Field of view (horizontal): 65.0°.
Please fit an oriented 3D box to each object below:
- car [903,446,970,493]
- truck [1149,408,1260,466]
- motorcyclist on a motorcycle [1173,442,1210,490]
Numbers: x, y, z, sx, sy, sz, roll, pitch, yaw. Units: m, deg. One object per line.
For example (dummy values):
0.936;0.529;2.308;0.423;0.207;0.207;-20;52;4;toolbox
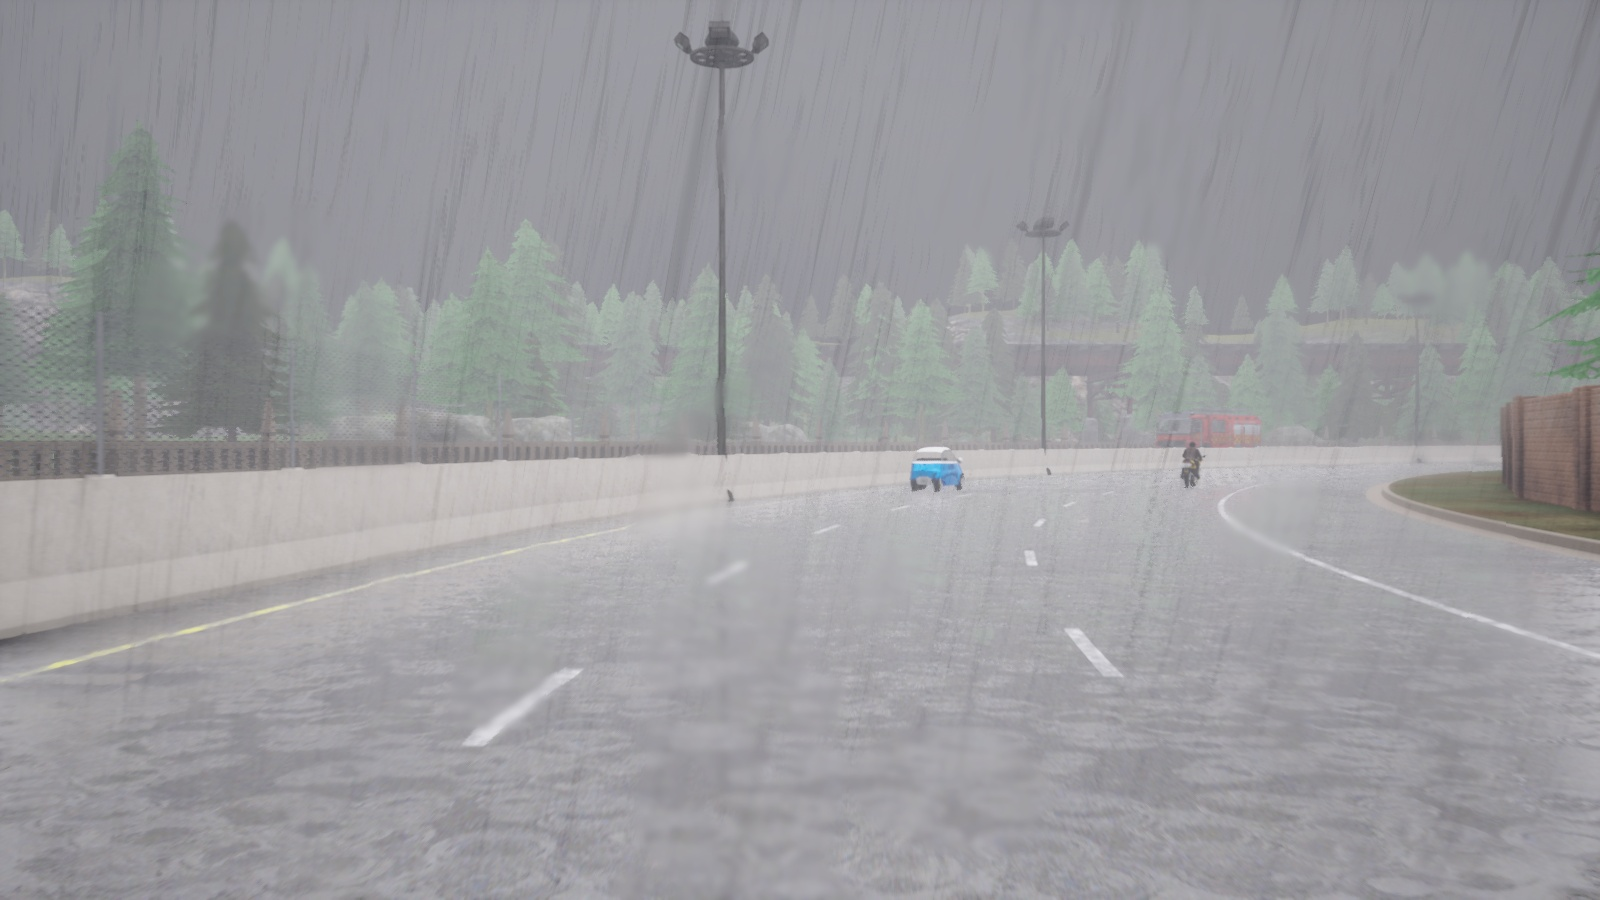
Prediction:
4.254;0.585;39.044;1.481;1.376;2.207;0;0;23;car
27.718;-0.876;85.886;8.468;3.827;2.891;0;0;-37;truck
12.879;0.508;41.234;0.797;1.523;2.044;2;1;27;motorcyclist on a motorcycle
